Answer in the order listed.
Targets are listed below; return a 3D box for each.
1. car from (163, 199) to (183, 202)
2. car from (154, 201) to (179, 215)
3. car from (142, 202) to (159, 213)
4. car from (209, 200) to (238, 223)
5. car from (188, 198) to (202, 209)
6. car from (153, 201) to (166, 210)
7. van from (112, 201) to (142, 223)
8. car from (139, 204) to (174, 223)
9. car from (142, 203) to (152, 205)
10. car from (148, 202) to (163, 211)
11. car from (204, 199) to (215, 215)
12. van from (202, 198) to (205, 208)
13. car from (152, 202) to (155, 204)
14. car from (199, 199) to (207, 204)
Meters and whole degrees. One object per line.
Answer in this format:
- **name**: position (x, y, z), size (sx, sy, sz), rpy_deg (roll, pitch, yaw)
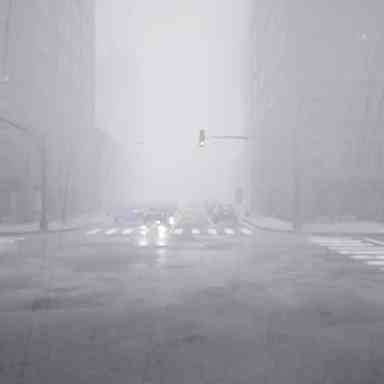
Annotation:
- **car**: position (-2.870, 2.151, 49.402), size (2.033, 1.411, 5.357), rpy_deg (0, -1, 1)
- **car**: position (-2.922, 2.075, 38.712), size (1.895, 1.301, 4.718), rpy_deg (0, -1, 0)
- **car**: position (-5.652, 2.144, 45.957), size (1.802, 1.307, 4.206), rpy_deg (0, -1, 0)
- **car**: position (2.803, 1.794, 28.922), size (1.967, 1.590, 4.097), rpy_deg (0, -1, 0)
- **car**: position (0.364, 2.229, 59.447), size (1.837, 1.490, 4.892), rpy_deg (0, -1, 0)
- **car**: position (-5.605, 2.221, 57.123), size (1.752, 1.417, 4.829), rpy_deg (0, -1, 0)
- **van**: position (-5.723, 1.695, 28.956), size (1.690, 1.788, 3.998), rpy_deg (0, -1, 0)
- **car**: position (-2.965, 1.952, 28.729), size (1.895, 1.301, 4.718), rpy_deg (0, -1, 3)
- **car**: position (-5.699, 1.864, 34.623), size (1.967, 1.590, 4.097), rpy_deg (0, -1, 0)
- **car**: position (-5.628, 2.196, 51.625), size (1.947, 1.339, 4.313), rpy_deg (0, -1, 0)
- **car**: position (2.850, 1.933, 40.259), size (1.967, 1.590, 4.097), rpy_deg (0, -1, 0)
- **van**: position (2.897, 1.971, 51.598), size (1.690, 1.788, 3.998), rpy_deg (0, -1, 0)
- **car**: position (-5.675, 2.059, 40.289), size (1.947, 1.339, 4.313), rpy_deg (0, -1, 0)
- **car**: position (3.063, 2.665, 91.277), size (1.947, 1.339, 4.313), rpy_deg (0, -1, 0)
